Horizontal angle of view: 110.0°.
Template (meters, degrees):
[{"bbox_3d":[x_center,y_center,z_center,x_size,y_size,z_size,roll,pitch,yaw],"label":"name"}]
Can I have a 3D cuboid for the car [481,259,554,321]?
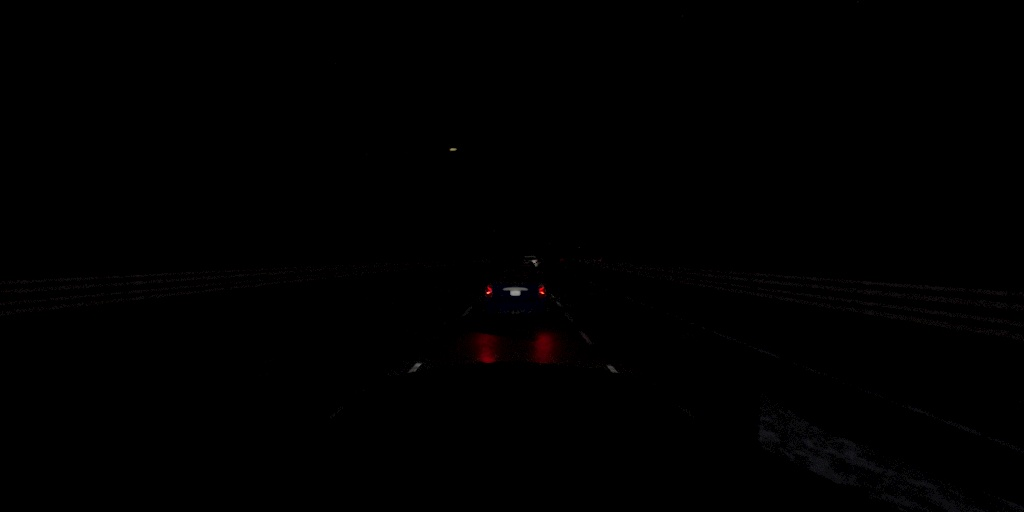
[{"bbox_3d":[0.154,1.105,12.653,2.097,1.767,4.553,0,0,1],"label":"car"}]

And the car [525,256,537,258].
[{"bbox_3d":[2.823,0.997,52.524,2.150,2.045,5.566,0,0,6],"label":"car"}]
